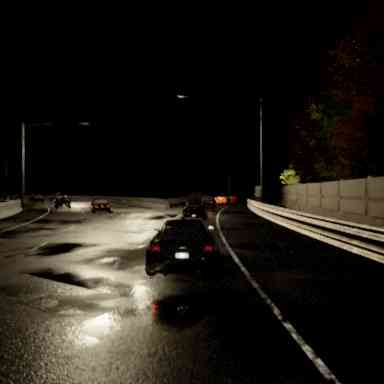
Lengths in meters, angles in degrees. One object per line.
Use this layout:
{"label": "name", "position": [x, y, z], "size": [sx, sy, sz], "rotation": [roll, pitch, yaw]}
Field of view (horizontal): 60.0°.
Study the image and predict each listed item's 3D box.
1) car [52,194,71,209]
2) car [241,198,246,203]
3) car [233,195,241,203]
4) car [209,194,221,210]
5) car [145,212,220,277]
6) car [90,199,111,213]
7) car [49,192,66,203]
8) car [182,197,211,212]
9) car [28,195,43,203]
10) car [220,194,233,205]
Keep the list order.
{"label": "car", "position": [-17.643, 1.424, 45.245], "size": [1.837, 1.490, 4.892], "rotation": [0, 0, -25]}
{"label": "car", "position": [13.502, 2.441, 89.964], "size": [1.882, 1.535, 5.008], "rotation": [0, -4, 15]}
{"label": "car", "position": [8.591, 1.382, 70.329], "size": [2.097, 1.767, 4.553], "rotation": [0, -2, 13]}
{"label": "car", "position": [1.985, 1.358, 40.157], "size": [2.128, 1.511, 4.902], "rotation": [0, 0, 9]}
{"label": "car", "position": [-0.253, 1.532, 10.206], "size": [1.994, 1.385, 4.181], "rotation": [0, 0, 0]}
{"label": "car", "position": [-9.932, 1.469, 35.969], "size": [2.033, 1.411, 5.357], "rotation": [0, 0, -20]}
{"label": "car", "position": [-26.733, 1.109, 66.587], "size": [2.150, 2.045, 5.566], "rotation": [0, 0, -39]}
{"label": "car", "position": [0.313, 1.421, 26.126], "size": [1.837, 1.490, 4.892], "rotation": [0, 0, 4]}
{"label": "car", "position": [-31.523, 1.424, 67.004], "size": [2.128, 1.511, 4.902], "rotation": [0, 0, -39]}
{"label": "car", "position": [5.076, 1.165, 55.415], "size": [2.097, 1.767, 4.553], "rotation": [0, 0, 13]}
